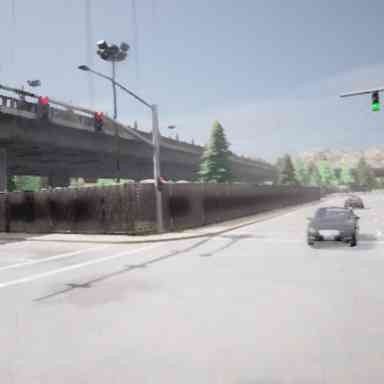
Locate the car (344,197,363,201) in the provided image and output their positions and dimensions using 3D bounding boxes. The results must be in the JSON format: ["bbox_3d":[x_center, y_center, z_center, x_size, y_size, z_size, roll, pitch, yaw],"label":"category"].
[{"bbox_3d":[18.173,1.226,37.306,1.994,1.385,4.181,-3,-1,28],"label":"car"}]

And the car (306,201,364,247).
[{"bbox_3d":[6.207,1.394,14.529,2.128,1.511,4.902,-3,0,28],"label":"car"}]
